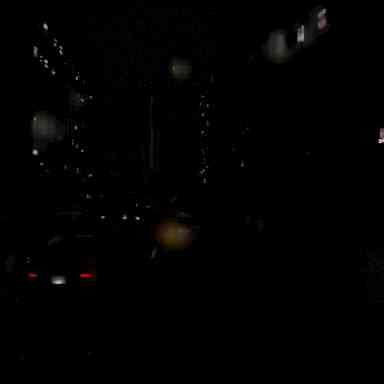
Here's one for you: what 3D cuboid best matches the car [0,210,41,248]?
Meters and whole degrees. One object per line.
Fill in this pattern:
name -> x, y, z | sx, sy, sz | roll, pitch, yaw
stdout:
car -> -8.807, 1.614, 15.440 | 1.802, 1.307, 4.206 | 2, -1, -3

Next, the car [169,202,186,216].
car -> -1.661, 1.904, 38.081 | 1.802, 1.307, 4.206 | 2, -1, -3

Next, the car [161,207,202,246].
car -> -0.451, 1.672, 16.123 | 1.752, 1.417, 4.829 | 2, -1, -3

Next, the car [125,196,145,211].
car -> -7.686, 1.576, 43.845 | 1.882, 1.535, 5.008 | 1, 0, -3

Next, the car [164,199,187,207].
car -> -1.048, 1.675, 27.018 | 1.967, 1.590, 4.097 | 2, -1, -3

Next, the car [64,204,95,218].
car -> -9.406, 1.645, 26.336 | 1.752, 1.417, 4.829 | 2, -1, -3

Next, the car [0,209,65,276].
car -> -5.960, 1.503, 10.642 | 1.882, 1.535, 5.008 | 1, 0, -3

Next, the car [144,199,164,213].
car -> -4.494, 1.878, 41.518 | 1.994, 1.385, 4.181 | 1, 0, -3

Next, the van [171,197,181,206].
van -> -3.176, 1.873, 65.743 | 1.690, 1.788, 3.998 | 2, -1, -3

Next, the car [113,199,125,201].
car -> -10.328, 1.796, 43.101 | 1.887, 1.381, 4.507 | 2, -1, -3

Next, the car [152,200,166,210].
car -> -5.085, 1.991, 51.498 | 1.895, 1.301, 4.718 | 1, 0, -3

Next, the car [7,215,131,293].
car -> -2.758, 1.577, 8.853 | 1.812, 1.442, 4.674 | 1, -1, -3

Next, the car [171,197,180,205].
car -> -3.788, 2.056, 76.807 | 1.967, 1.590, 4.097 | 2, -1, -3

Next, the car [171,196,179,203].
car -> -4.697, 2.052, 93.404 | 2.192, 1.841, 5.009 | 2, -1, -3

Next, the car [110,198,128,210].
car -> -10.630, 1.734, 48.635 | 1.967, 1.590, 4.097 | 2, -1, -3

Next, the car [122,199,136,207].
car -> -11.242, 1.922, 59.698 | 1.887, 1.381, 4.507 | 2, -1, -3

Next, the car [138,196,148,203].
car -> -12.757, 1.899, 87.360 | 2.192, 1.841, 5.009 | 2, -1, -3

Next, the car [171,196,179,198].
car -> -2.874, 1.931, 60.210 | 1.967, 1.590, 4.097 | 2, -1, -3

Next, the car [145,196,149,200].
car -> -12.460, 2.094, 81.826 | 2.008, 1.369, 4.403 | 2, -1, -3

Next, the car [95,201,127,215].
car -> -6.871, 1.725, 27.285 | 1.994, 1.385, 4.181 | 1, 0, -3
